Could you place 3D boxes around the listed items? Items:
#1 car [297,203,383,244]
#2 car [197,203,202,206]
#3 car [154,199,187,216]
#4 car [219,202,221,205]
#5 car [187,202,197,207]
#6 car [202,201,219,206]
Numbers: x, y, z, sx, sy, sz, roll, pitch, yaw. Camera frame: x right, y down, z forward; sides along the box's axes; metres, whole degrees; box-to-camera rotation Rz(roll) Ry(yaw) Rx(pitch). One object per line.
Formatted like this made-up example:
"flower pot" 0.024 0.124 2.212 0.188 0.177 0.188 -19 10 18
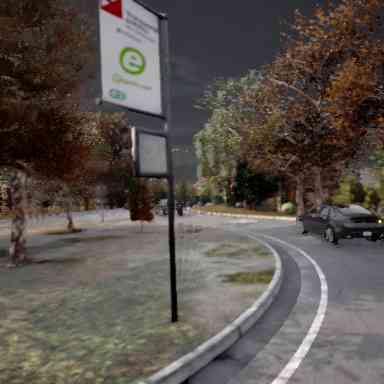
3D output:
"car" 6.175 1.259 14.469 1.837 1.490 4.892 -1 0 -4
"car" 2.077 3.534 86.259 1.812 1.442 4.674 -2 -4 12
"car" -2.365 1.429 32.048 1.837 1.490 4.892 -3 1 -19
"car" 6.646 3.681 90.877 2.150 2.045 5.566 -2 -4 13
"car" -1.075 2.807 71.207 2.128 1.511 4.902 -2 -4 12
"car" 4.553 3.254 81.007 2.097 1.767 4.553 -2 -4 12
